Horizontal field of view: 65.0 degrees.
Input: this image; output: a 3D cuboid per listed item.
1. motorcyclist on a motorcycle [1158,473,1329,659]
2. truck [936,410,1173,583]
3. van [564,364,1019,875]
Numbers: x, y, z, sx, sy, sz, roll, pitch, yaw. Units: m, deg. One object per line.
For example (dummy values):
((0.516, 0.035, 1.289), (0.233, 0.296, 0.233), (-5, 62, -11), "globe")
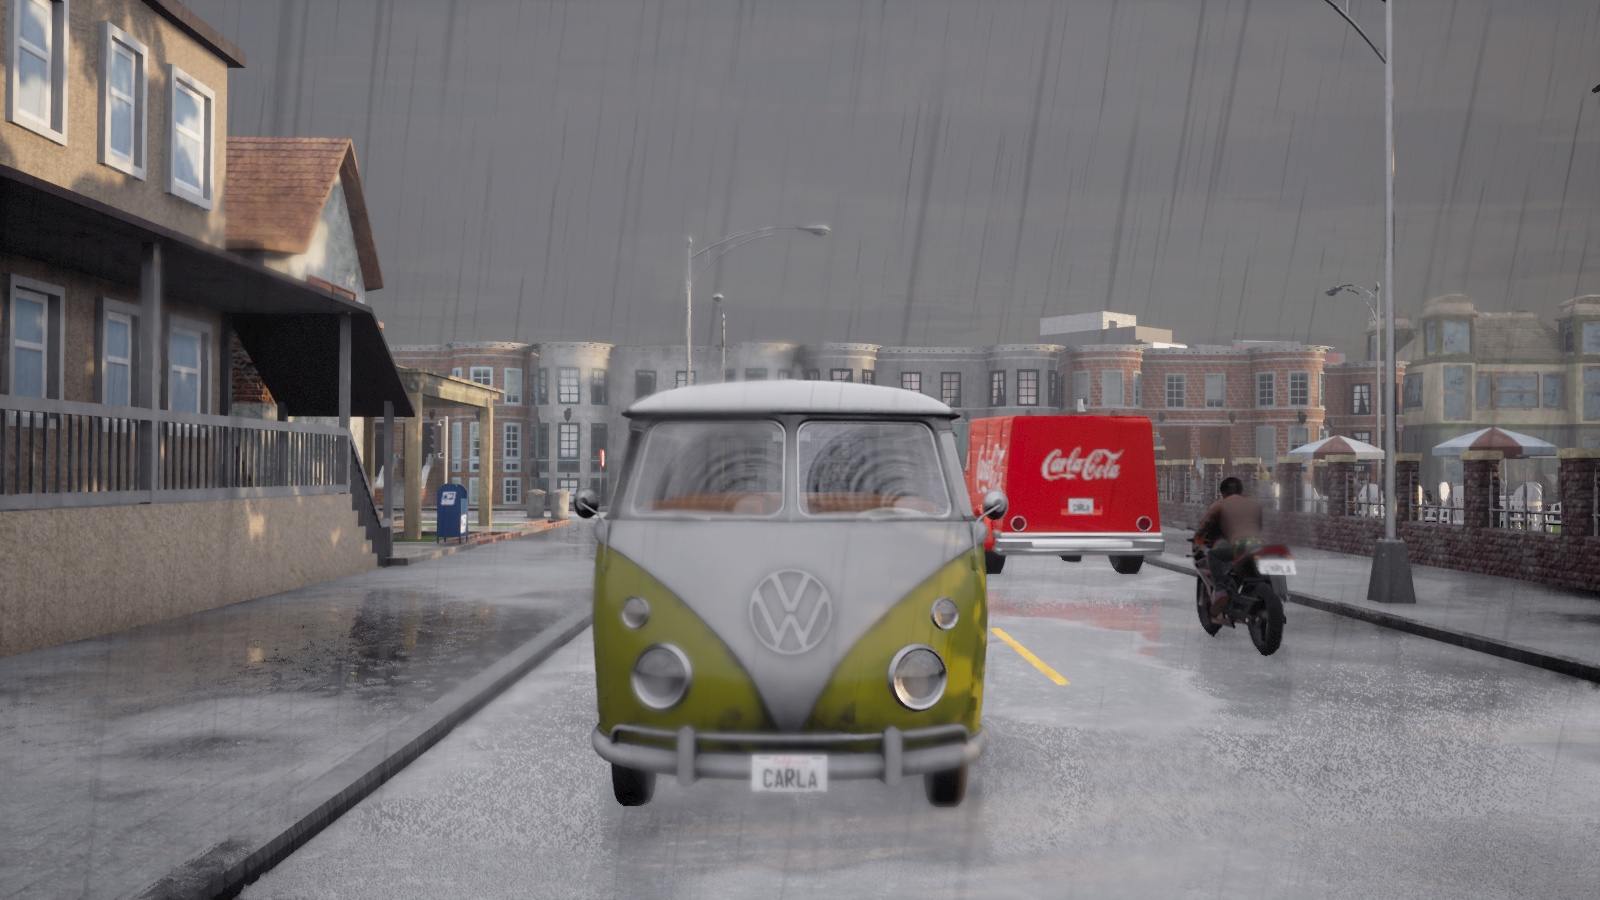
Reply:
((3.933, 0.971, 11.334), (0.797, 1.523, 2.044), (0, -1, 0), "motorcyclist on a motorcycle")
((3.938, 0.671, 20.639), (2.627, 2.467, 5.204), (0, 0, -3), "truck")
((-0.044, 0.683, 7.138), (1.775, 1.987, 4.442), (0, -1, 0), "van")
